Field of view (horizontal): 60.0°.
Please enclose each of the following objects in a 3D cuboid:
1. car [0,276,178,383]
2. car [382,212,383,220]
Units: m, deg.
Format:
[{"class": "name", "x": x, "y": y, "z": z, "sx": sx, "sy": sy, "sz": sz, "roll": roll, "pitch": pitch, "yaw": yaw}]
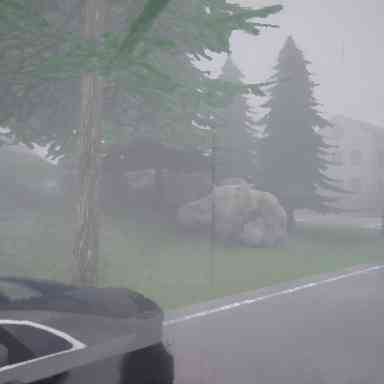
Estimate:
[{"class": "car", "x": -2.422, "y": 1.491, "z": 2.247, "sx": 4.902, "sy": 1.511, "sz": 2.128, "roll": 0, "pitch": 0, "yaw": -35}, {"class": "car", "x": 14.219, "y": 1.478, "z": 20.034, "sx": 2.128, "sy": 1.511, "sz": 4.902, "roll": 0, "pitch": 0, "yaw": -41}]
